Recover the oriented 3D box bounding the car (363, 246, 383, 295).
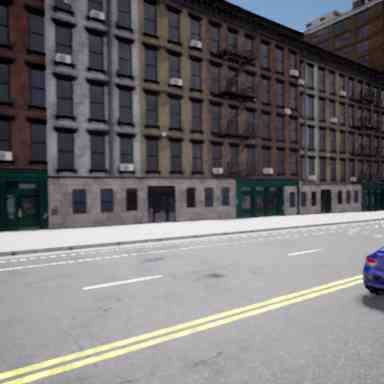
[{"bbox_3d":[5.636,1.552,7.460,4.674,1.442,1.812,0,0,-36],"label":"car"}]
